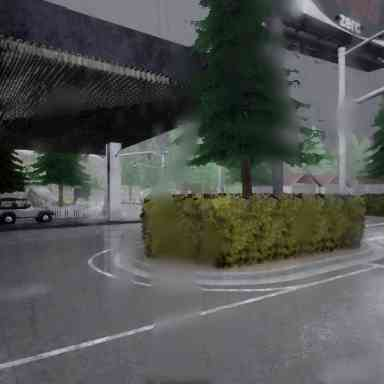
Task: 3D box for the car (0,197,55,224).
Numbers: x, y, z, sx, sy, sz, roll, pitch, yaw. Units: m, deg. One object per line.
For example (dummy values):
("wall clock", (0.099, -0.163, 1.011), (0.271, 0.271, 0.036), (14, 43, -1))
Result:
("car", (-11.923, 1.313, 23.509), (3.866, 1.878, 1.905), (0, 0, -36))
